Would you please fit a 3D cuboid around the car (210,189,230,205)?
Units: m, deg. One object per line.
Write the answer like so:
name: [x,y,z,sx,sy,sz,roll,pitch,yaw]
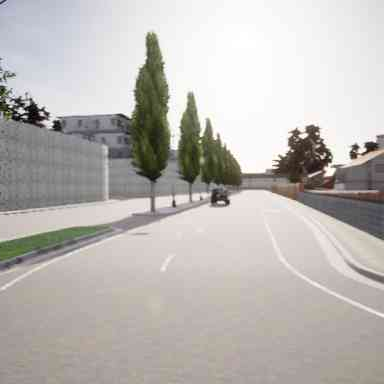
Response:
car: [3.779,0.585,43.979,2.150,2.045,5.566,0,0,11]
